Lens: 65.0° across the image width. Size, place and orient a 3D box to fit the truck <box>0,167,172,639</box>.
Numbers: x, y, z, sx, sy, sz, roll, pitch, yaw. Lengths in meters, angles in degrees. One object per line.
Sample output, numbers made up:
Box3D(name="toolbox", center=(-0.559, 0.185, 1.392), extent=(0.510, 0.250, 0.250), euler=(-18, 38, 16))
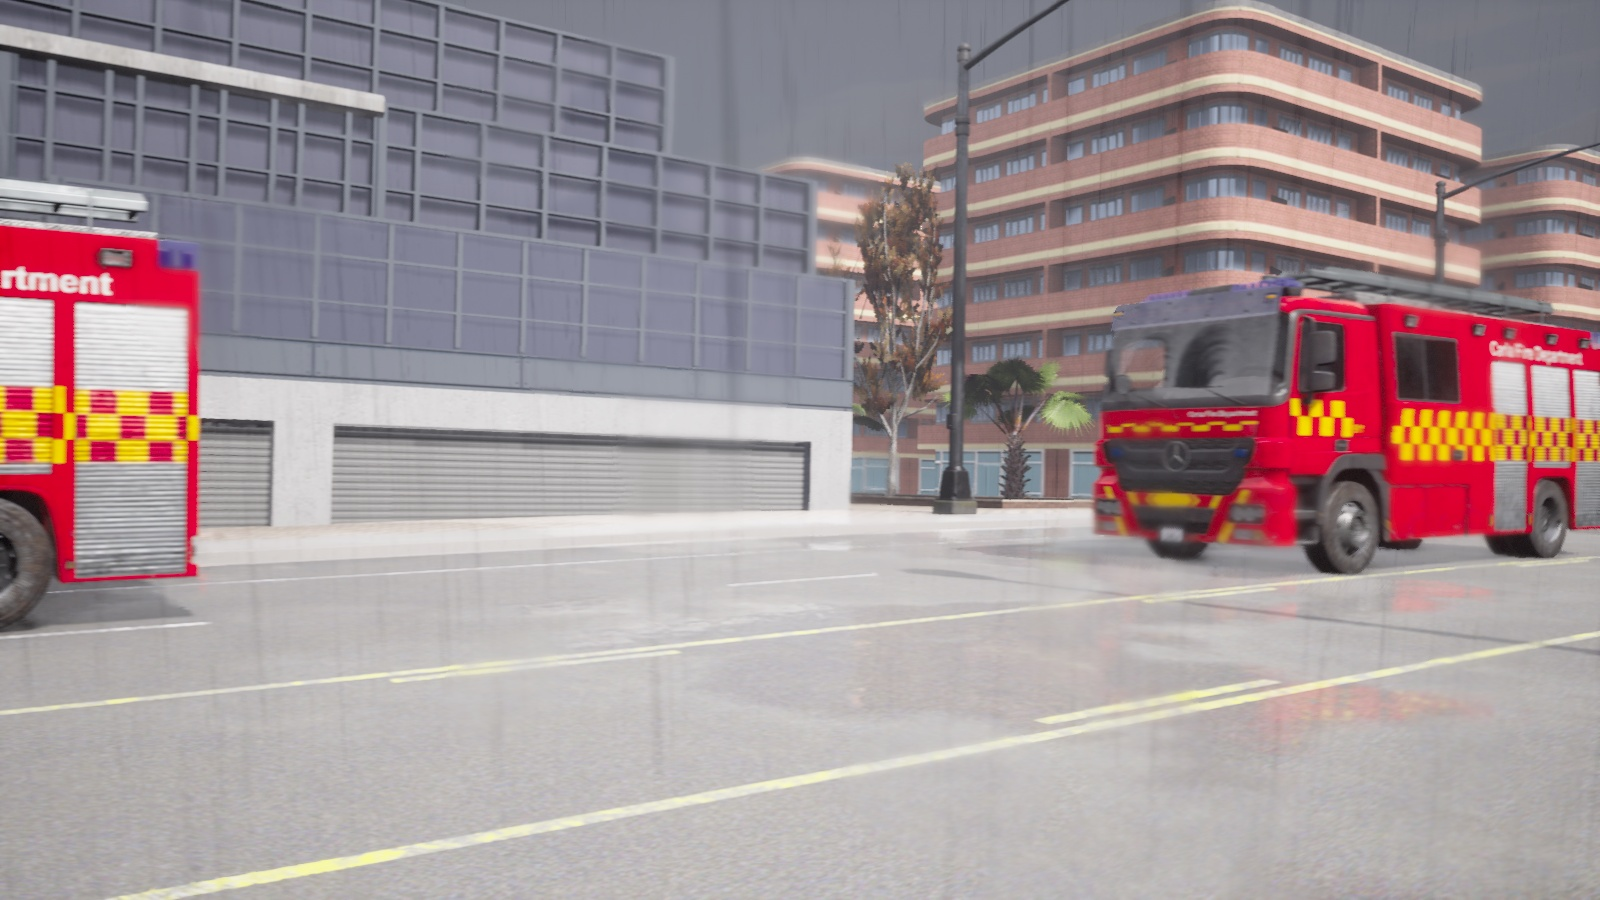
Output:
Box3D(name="truck", center=(-9.754, -0.378, 9.669), extent=(8.468, 3.827, 2.891), euler=(0, 0, -35))

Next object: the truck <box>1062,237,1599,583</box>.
Box3D(name="truck", center=(7.688, -0.408, 17.507), extent=(8.468, 3.827, 2.891), euler=(0, 0, -35))
